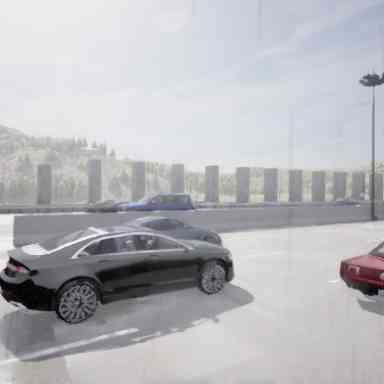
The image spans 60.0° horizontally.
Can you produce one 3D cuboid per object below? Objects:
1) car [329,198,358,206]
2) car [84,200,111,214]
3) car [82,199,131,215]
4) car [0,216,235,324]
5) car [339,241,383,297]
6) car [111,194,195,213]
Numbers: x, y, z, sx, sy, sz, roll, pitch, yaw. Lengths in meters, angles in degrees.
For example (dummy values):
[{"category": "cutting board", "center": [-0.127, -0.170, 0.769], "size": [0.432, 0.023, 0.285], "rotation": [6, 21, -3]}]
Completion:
[{"category": "car", "center": [22.485, 1.562, 49.254], "size": [4.674, 1.442, 1.812], "rotation": [0, 0, -27]}, {"category": "car", "center": [-6.744, 1.482, 28.807], "size": [4.718, 1.301, 1.895], "rotation": [0, 0, -32]}, {"category": "car", "center": [-8.199, 1.428, 32.000], "size": [4.181, 1.385, 1.994], "rotation": [0, 0, -32]}, {"category": "car", "center": [-1.252, 1.464, 7.073], "size": [4.902, 1.511, 2.128], "rotation": [0, 0, -35]}, {"category": "car", "center": [5.469, 1.619, 7.349], "size": [4.718, 1.301, 1.895], "rotation": [0, 0, -33]}, {"category": "car", "center": [-2.426, 1.148, 23.285], "size": [5.566, 2.045, 2.150], "rotation": [1, 0, -32]}]
